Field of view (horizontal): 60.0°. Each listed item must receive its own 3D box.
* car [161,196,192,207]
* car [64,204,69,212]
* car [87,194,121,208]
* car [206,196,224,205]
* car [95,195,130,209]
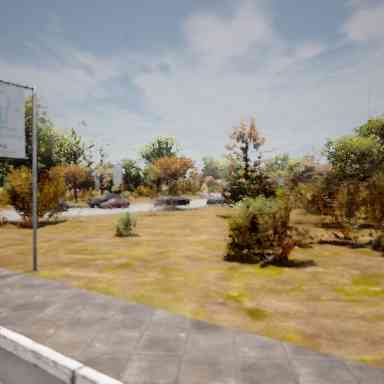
[{"bbox_3d":[-2.072,1.449,52.436,1.882,1.535,5.008,0,1,38],"label":"car"},{"bbox_3d":[-17.129,1.515,39.543,2.097,1.767,4.553,0,0,39],"label":"car"},{"bbox_3d":[-13.012,1.334,50.259,2.150,2.045,5.566,0,0,39],"label":"car"},{"bbox_3d":[4.474,1.394,55.192,2.033,1.411,5.357,0,1,37],"label":"car"},{"bbox_3d":[-10.883,1.632,47.309,1.812,1.442,4.674,0,0,38],"label":"car"}]
